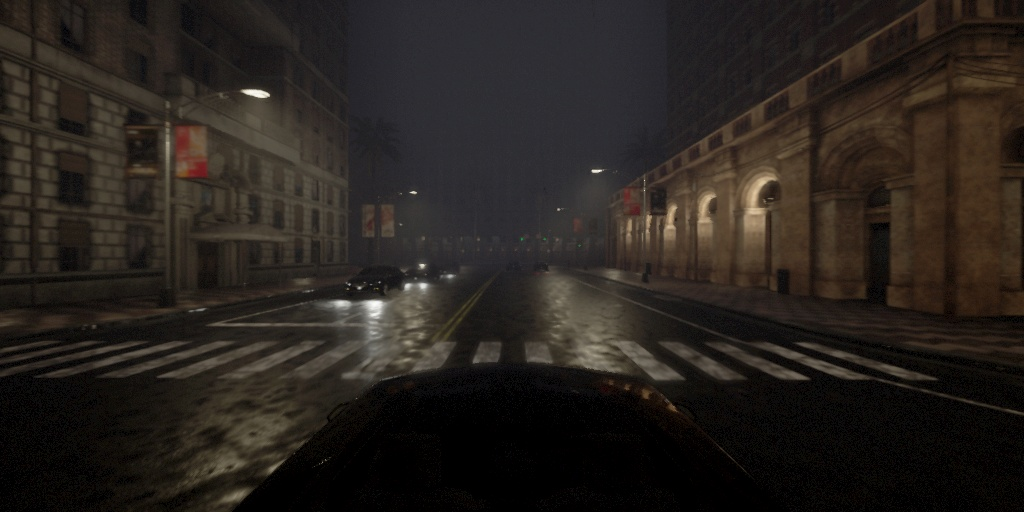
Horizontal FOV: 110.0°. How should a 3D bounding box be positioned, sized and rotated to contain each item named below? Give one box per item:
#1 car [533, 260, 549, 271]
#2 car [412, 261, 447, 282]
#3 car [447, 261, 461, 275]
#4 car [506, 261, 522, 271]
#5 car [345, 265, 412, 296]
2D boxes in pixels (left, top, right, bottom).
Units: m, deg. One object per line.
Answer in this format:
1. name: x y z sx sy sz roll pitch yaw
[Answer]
1. car: 3.762 1.203 47.224 2.128 1.511 4.902 0 0 1
2. car: -7.003 1.274 28.961 2.033 1.411 5.357 0 0 1
3. car: -6.860 1.265 39.617 2.033 1.411 5.357 0 0 1
4. car: 0.264 1.274 47.330 1.994 1.385 4.181 0 0 1
5. car: -7.089 1.240 19.103 1.837 1.490 4.892 0 0 0
